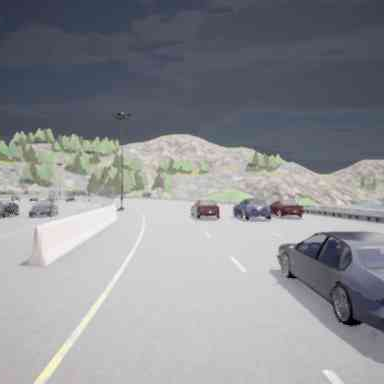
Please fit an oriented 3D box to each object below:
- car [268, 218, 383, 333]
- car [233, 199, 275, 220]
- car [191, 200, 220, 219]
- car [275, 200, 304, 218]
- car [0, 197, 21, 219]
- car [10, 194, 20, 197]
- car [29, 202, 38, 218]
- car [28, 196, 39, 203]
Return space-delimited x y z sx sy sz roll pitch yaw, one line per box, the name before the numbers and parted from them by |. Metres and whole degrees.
car | 3.361 1.535 6.991 2.033 1.411 5.357 0 0 -2
car | 4.863 1.322 27.670 2.097 1.767 4.553 0 0 -8
car | 1.087 1.456 29.228 1.882 1.535 5.008 0 0 -9
car | 8.102 1.438 29.698 1.882 1.535 5.008 0 0 -9
car | -16.935 1.515 29.696 2.128 1.511 4.902 0 0 -11
car | -36.319 1.142 68.309 1.882 1.535 5.008 0 0 -25
car | -13.550 1.541 30.659 1.812 1.442 4.674 0 0 -11
car | -32.424 1.516 68.218 1.895 1.301 4.718 0 0 -24
